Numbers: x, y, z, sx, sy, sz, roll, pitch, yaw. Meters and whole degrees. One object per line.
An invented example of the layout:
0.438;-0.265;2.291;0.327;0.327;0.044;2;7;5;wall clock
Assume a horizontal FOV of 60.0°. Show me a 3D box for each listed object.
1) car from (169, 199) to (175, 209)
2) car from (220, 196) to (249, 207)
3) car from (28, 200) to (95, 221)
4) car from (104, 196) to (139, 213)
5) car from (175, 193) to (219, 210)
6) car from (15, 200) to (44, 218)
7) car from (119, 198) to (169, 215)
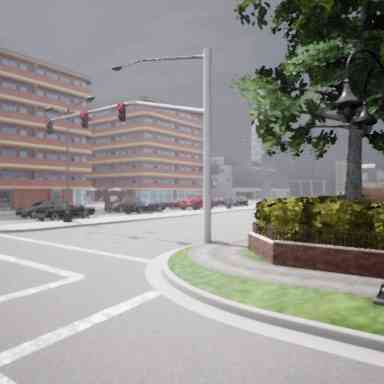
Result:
-2.229;1.565;43.867;1.895;1.301;4.718;0;0;36;car
6.742;1.321;50.232;2.097;1.767;4.553;0;0;36;car
-10.242;1.569;26.885;1.895;1.301;4.718;0;0;33;car
-7.465;1.316;36.638;2.097;1.767;4.553;0;0;35;car
0.709;1.190;41.952;2.150;2.045;5.566;0;0;36;car
-12.851;1.468;29.213;1.837;1.490;4.892;0;0;36;car
-4.849;1.567;34.295;1.895;1.301;4.718;0;0;36;car
